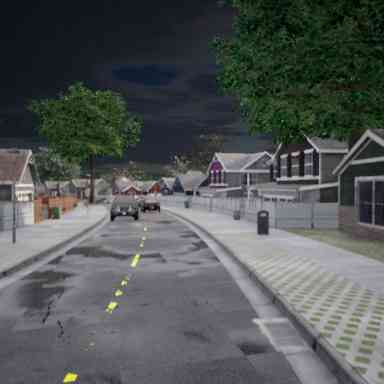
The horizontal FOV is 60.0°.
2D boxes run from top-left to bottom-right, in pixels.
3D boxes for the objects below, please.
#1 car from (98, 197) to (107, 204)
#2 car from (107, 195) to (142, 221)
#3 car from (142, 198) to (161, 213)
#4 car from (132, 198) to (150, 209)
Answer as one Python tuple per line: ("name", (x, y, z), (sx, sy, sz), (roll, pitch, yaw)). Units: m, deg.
("car", (-17.704, 1.709, 66.738), (2.128, 1.511, 4.902), (0, 0, -24))
("car", (-5.546, 1.241, 27.537), (2.150, 2.045, 5.566), (0, 0, -10))
("car", (-4.782, 1.517, 37.940), (1.882, 1.535, 5.008), (0, 0, -13))
("car", (-7.393, 1.578, 47.655), (1.837, 1.490, 4.892), (0, 0, -18))
